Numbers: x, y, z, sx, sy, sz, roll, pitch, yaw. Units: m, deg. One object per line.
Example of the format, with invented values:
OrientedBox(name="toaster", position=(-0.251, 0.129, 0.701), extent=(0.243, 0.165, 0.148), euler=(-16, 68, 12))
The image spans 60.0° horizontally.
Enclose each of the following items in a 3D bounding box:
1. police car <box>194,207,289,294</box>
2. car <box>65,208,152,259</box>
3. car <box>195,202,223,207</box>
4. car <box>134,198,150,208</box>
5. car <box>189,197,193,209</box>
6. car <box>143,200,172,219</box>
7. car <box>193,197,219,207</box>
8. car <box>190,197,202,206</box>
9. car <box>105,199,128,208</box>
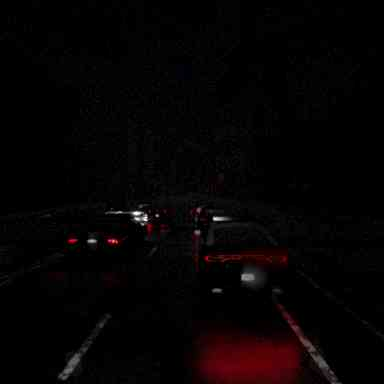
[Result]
OrientedBox(name="police car", position=(1.097, 1.419, 8.917), extent=(1.930, 1.638, 5.238), euler=(0, 0, 1))
OrientedBox(name="car", position=(-2.987, 1.537, 12.564), extent=(2.033, 1.411, 5.357), euler=(0, 0, 1))
OrientedBox(name="car", position=(1.211, 1.519, 18.808), extent=(1.812, 1.442, 4.674), euler=(0, 0, 1))
OrientedBox(name="car", position=(-6.099, 1.571, 41.832), extent=(2.128, 1.511, 4.902), euler=(0, 0, 1))
OrientedBox(name="car", position=(0.584, 1.627, 46.438), extent=(1.812, 1.442, 4.674), euler=(0, 0, 1))
OrientedBox(name="car", position=(-2.794, 1.627, 29.375), extent=(1.895, 1.301, 4.718), euler=(0, 0, 1))
OrientedBox(name="car", position=(1.279, 1.360, 24.780), extent=(2.097, 1.767, 4.553), euler=(0, 0, 1))
OrientedBox(name="car", position=(0.718, 1.657, 60.664), extent=(2.128, 1.511, 4.902), euler=(0, 0, 1))
OrientedBox(name="car", position=(-9.355, 1.626, 41.634), extent=(2.033, 1.411, 5.357), euler=(0, 0, 1))
